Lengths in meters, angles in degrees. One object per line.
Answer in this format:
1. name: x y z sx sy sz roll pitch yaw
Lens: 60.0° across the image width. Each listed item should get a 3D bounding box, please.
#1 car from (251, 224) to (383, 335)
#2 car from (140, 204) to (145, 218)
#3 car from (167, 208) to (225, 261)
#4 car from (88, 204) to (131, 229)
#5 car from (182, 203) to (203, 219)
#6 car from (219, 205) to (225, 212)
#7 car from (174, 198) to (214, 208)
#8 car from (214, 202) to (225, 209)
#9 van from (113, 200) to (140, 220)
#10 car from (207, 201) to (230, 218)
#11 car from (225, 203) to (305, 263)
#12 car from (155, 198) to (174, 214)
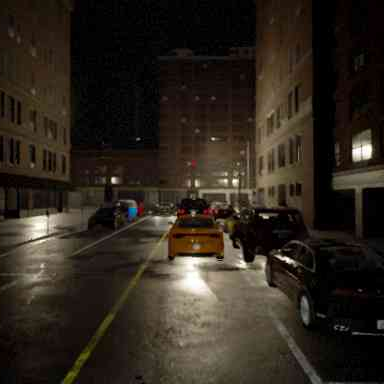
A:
1. car: 2.676 1.603 6.744 2.008 1.369 4.403 1 0 0
2. car: -5.848 1.835 34.158 1.887 1.381 4.507 1 -1 0
3. car: 0.096 1.580 12.781 1.882 1.535 5.008 0 -1 -1
4. car: -5.849 1.759 23.193 1.947 1.339 4.313 1 -1 0
5. car: 0.084 1.849 33.583 1.994 1.385 4.181 0 -1 1
6. car: 2.676 1.670 17.879 1.752 1.417 4.829 1 -1 0
7. car: 0.104 1.412 23.119 2.150 2.045 5.566 0 -1 0
8. car: 2.677 1.681 28.674 1.967 1.590 4.097 1 -1 0
9. van: -5.847 1.583 28.677 1.690 1.788 3.998 1 -1 0
10. car: 2.678 1.730 34.157 1.967 1.590 4.097 1 -1 0
11. car: 2.678 1.412 12.228 2.192 1.841 5.009 1 0 0
12. car: -2.998 1.491 38.561 2.097 1.767 4.553 0 -1 0
